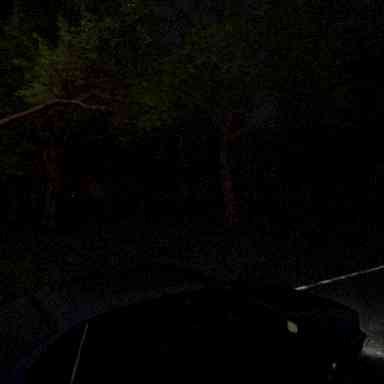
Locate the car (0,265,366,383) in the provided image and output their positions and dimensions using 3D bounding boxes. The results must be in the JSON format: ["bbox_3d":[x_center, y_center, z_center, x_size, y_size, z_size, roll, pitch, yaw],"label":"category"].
[{"bbox_3d":[-0.363,1.554,3.487,5.357,1.411,2.033,0,0,-35],"label":"car"}]
